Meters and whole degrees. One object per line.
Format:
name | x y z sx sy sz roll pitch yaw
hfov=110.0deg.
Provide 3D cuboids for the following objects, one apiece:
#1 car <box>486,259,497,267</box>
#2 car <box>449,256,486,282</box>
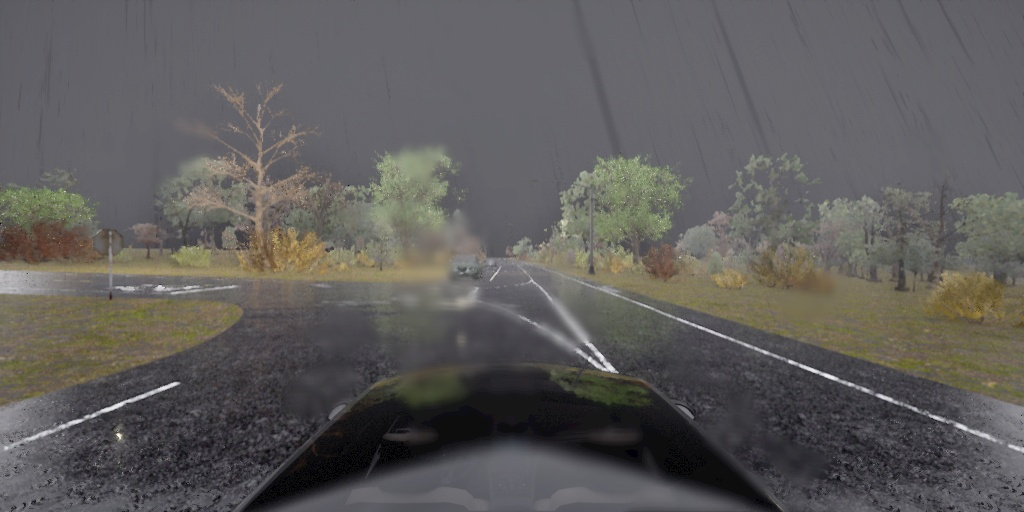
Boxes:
car | -3.771 1.310 64.957 2.128 1.511 4.902 0 0 0
car | -3.528 0.979 28.380 2.150 2.045 5.566 0 -1 0
